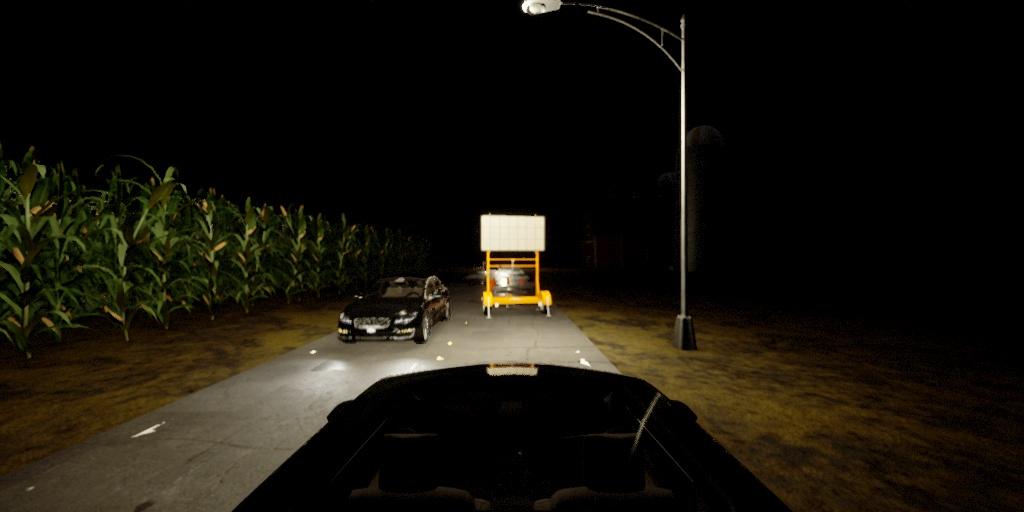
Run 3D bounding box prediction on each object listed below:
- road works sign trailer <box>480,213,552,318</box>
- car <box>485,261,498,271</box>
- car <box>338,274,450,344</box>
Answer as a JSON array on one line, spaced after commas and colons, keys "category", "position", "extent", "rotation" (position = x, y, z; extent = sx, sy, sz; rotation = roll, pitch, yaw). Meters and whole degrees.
[{"category": "road works sign trailer", "position": [0.008, 0.235, 13.161], "extent": [2.380, 3.560, 2.880], "rotation": [0, 0, -10]}, {"category": "car", "position": [-3.071, 1.509, 54.044], "extent": [1.882, 1.535, 5.008], "rotation": [0, 0, 0]}, {"category": "car", "position": [-2.881, 1.267, 9.731], "extent": [1.837, 1.490, 4.892], "rotation": [0, 0, 0]}]
